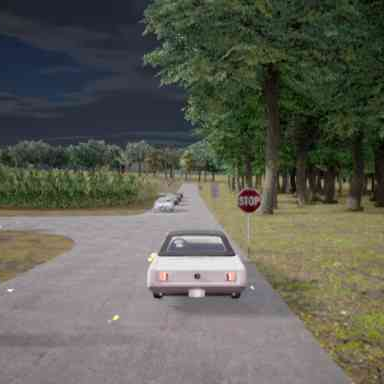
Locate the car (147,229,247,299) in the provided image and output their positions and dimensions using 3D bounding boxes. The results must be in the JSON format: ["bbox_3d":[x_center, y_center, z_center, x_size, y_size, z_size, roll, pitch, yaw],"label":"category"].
[{"bbox_3d":[0.098,1.583,8.380,1.895,1.301,4.718,0,0,0],"label":"car"}]

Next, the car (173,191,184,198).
[{"bbox_3d":[-2.771,0.596,69.191,1.895,1.301,4.718,0,1,0],"label":"car"}]

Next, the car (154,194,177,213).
[{"bbox_3d":[-2.853,1.310,34.396,1.812,1.442,4.674,0,1,0],"label":"car"}]

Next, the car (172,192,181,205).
[{"bbox_3d":[-2.853,1.093,46.162,1.812,1.442,4.674,0,1,0],"label":"car"}]

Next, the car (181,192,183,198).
[{"bbox_3d":[-2.832,0.882,56.451,1.994,1.385,4.181,0,1,0],"label":"car"}]
